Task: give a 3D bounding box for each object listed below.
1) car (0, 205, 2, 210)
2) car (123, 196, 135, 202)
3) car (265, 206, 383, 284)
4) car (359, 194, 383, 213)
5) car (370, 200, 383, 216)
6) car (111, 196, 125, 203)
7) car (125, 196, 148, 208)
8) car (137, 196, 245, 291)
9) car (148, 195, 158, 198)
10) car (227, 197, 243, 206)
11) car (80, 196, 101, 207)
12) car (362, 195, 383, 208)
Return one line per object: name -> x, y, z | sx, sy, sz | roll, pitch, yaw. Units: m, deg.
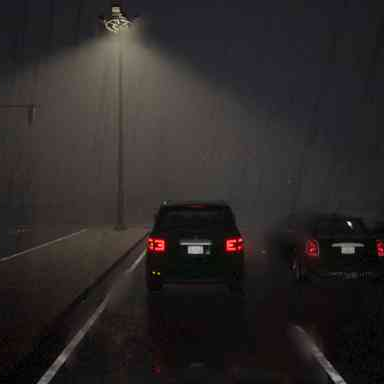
car -> -22.521, 1.504, 34.634 | 4.892, 1.490, 1.837 | 0, 0, 2
car -> -15.060, 1.594, 80.064 | 1.895, 1.301, 4.718 | 0, 0, 0
car -> 3.571, 1.352, 9.723 | 2.097, 1.767, 4.553 | 0, 0, 0
car -> 21.514, 1.222, 36.117 | 5.566, 2.045, 2.150 | 0, 0, 1
car -> 20.725, 1.547, 32.627 | 5.357, 1.411, 2.033 | 0, 0, 1
car -> -15.057, 1.563, 67.744 | 1.994, 1.385, 4.181 | 0, 0, 0
car -> -8.128, 1.504, 49.155 | 1.837, 1.490, 4.892 | 0, 0, 0
car -> 0.072, 1.221, 9.156 | 2.150, 2.045, 5.566 | 0, 0, 0
car -> -8.096, 1.600, 63.456 | 1.895, 1.301, 4.718 | 0, 0, 0
car -> 7.056, 1.563, 54.842 | 1.994, 1.385, 4.181 | 0, 0, 0
car -> -15.128, 1.352, 49.753 | 2.097, 1.767, 4.553 | 0, 0, 0
car -> 7.071, 1.221, 8.849 | 2.150, 2.045, 5.566 | 0, 0, 0
